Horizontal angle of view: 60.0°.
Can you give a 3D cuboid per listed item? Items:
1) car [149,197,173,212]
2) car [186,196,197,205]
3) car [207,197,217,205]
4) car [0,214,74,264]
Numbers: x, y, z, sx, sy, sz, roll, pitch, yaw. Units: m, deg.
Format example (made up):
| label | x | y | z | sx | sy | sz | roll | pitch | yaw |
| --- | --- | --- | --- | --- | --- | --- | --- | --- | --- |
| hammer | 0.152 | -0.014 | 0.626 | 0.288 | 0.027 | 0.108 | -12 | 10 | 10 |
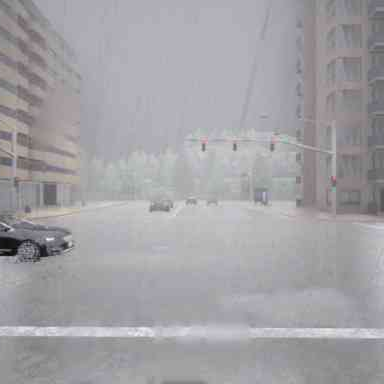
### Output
| label | x | y | z | sx | sy | sz | roll | pitch | yaw |
| --- | --- | --- | --- | --- | --- | --- | --- | --- | --- |
| car | -3.627 | 1.352 | 38.321 | 2.097 | 1.767 | 4.553 | 0 | 0 | 0 |
| car | -0.044 | 1.526 | 60.052 | 1.812 | 1.442 | 4.674 | 0 | 0 | 0 |
| car | 3.700 | 1.547 | 60.823 | 2.033 | 1.411 | 5.357 | 0 | 0 | 4 |
| car | -6.551 | 1.491 | 11.234 | 4.902 | 1.511 | 2.128 | 0 | 0 | 1 |
